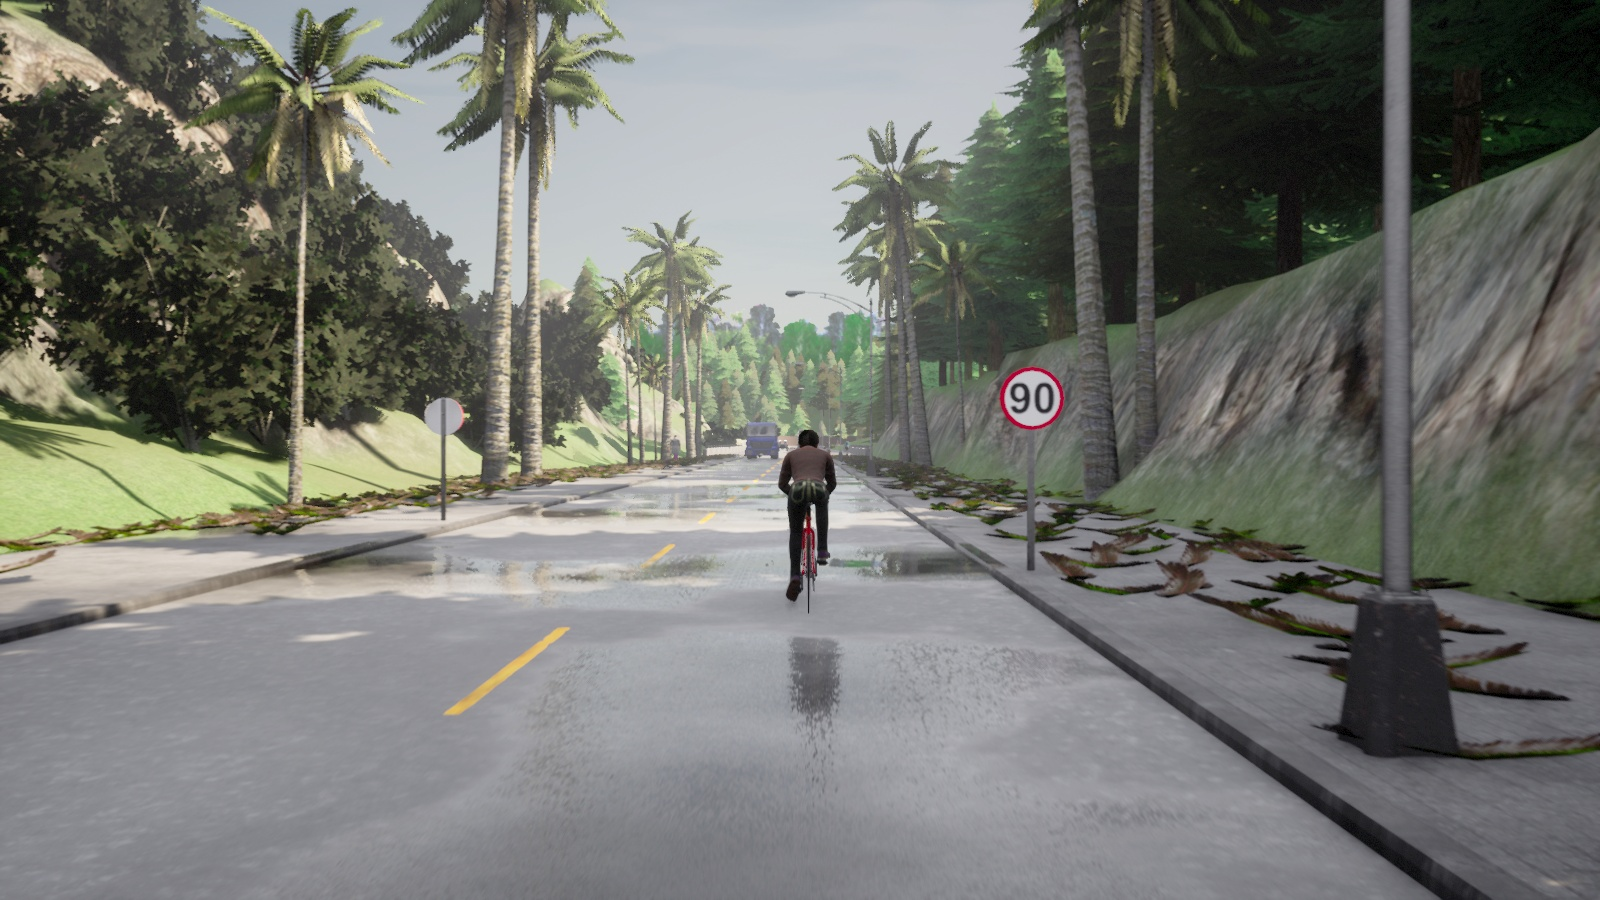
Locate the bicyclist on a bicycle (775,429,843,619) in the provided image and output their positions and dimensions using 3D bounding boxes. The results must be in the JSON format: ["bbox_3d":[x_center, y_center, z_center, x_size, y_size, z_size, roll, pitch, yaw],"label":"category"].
[{"bbox_3d":[0.078,0.634,11.585,0.582,1.620,1.656,0,0,0],"label":"bicyclist on a bicycle"}]

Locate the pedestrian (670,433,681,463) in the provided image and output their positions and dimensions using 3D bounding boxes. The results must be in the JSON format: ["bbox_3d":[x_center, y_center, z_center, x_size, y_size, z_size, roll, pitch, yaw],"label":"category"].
[{"bbox_3d":[-8.168,-0.122,82.417,0.659,1.952,0.873,0,0,0],"label":"pedestrian"}]
